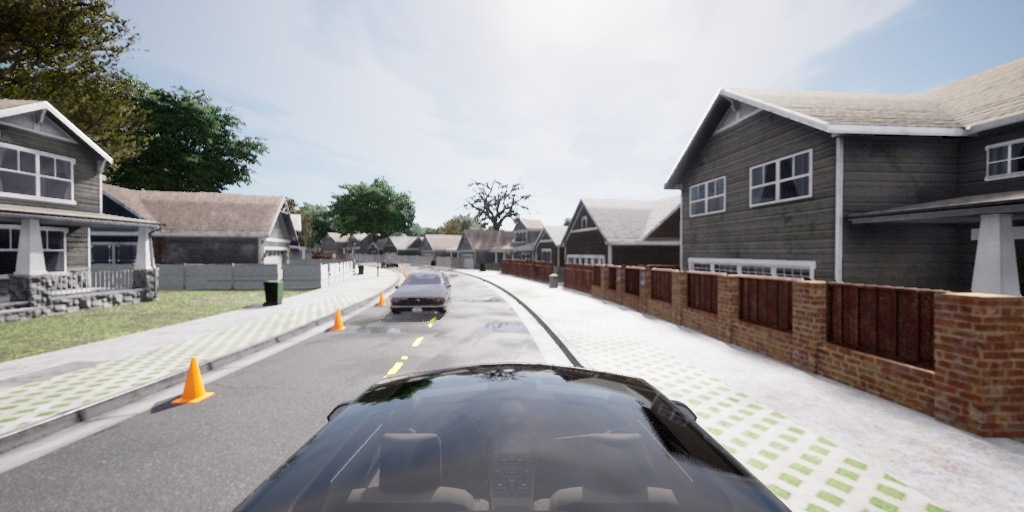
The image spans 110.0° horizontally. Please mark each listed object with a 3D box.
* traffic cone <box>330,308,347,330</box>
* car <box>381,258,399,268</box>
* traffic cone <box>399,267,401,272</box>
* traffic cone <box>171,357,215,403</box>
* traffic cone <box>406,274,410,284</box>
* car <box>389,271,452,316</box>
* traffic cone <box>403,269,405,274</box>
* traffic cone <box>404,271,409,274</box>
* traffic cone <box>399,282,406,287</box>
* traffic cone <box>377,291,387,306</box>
[{"bbox_3d":[-4.816,1.729,9.931,0.340,0.580,0.340,0,0,-5],"label":"traffic cone"},{"bbox_3d":[-19.288,1.096,56.389,1.837,1.490,4.892,0,0,-32],"label":"car"},{"bbox_3d":[-13.362,1.611,42.879,0.340,0.580,0.340,0,0,-24],"label":"traffic cone"},{"bbox_3d":[-4.491,1.718,5.058,0.340,0.580,0.340,0,0,-2],"label":"traffic cone"},{"bbox_3d":[-7.153,1.708,24.385,0.340,0.580,0.340,0,0,-13],"label":"traffic cone"},{"bbox_3d":[-3.323,1.319,13.984,2.033,1.411,5.357,0,0,-7],"label":"car"},{"bbox_3d":[-9.824,1.659,33.777,0.340,0.580,0.340,0,0,-19],"label":"traffic cone"},{"bbox_3d":[-8.378,1.685,29.112,0.340,0.580,0.340,0,0,-16],"label":"traffic cone"},{"bbox_3d":[-6.149,1.723,19.605,0.340,0.580,0.340,0,0,-11],"label":"traffic cone"},{"bbox_3d":[-5.369,1.730,14.784,0.340,0.580,0.340,0,0,-8],"label":"traffic cone"}]
